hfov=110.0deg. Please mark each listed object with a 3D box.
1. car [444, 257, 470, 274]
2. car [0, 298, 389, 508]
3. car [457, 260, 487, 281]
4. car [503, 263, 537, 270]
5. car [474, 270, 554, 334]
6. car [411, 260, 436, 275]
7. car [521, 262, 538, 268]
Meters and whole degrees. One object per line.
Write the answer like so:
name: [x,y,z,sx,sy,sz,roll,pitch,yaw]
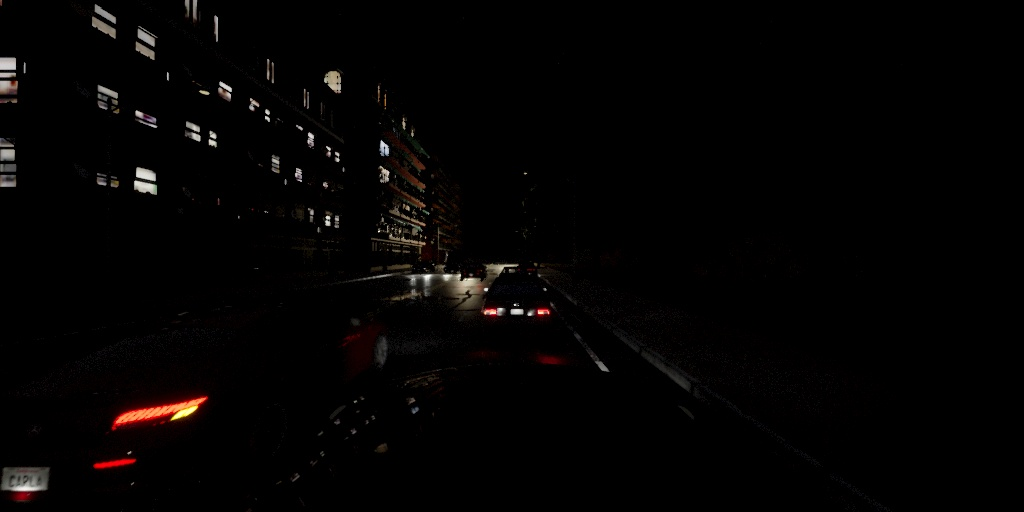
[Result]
car: [-6.565,1.106,41.687,2.097,1.767,4.553,0,0,0]
car: [-3.149,1.276,4.627,1.812,1.442,4.674,0,0,0]
car: [-3.125,1.280,29.713,1.812,1.442,4.674,0,0,0]
car: [0.116,1.301,20.915,2.033,1.411,5.357,0,0,0]
car: [0.110,1.299,10.554,2.033,1.411,5.357,0,0,0]
car: [-9.816,1.259,40.191,1.837,1.490,4.892,0,0,0]
car: [1.164,1.259,30.682,1.837,1.490,4.892,0,0,0]
